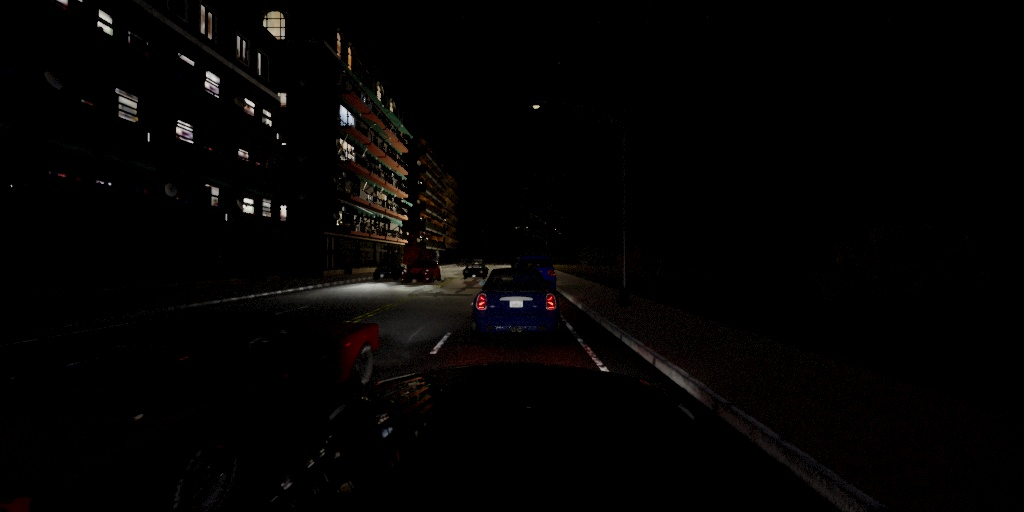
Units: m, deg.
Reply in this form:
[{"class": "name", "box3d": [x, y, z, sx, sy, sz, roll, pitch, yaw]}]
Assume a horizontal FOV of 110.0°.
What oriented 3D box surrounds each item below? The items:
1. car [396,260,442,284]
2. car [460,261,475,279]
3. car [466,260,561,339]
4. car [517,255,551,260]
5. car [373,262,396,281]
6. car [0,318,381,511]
[{"class": "car", "box3d": [-6.601, 1.104, 26.423, 2.097, 1.767, 4.553, 0, 0, 0]}, {"class": "car", "box3d": [-3.148, 1.353, 31.769, 1.895, 1.301, 4.718, 0, 0, 0]}, {"class": "car", "box3d": [0.097, 1.103, 10.193, 2.097, 1.767, 4.553, 0, 0, 0]}, {"class": "car", "box3d": [1.136, 0.977, 19.768, 2.150, 2.045, 5.566, 0, 0, 0]}, {"class": "car", "box3d": [-9.851, 1.244, 29.631, 2.128, 1.511, 4.902, 0, 0, 0]}, {"class": "car", "box3d": [-3.154, 1.351, 4.018, 1.895, 1.301, 4.718, 0, 0, 0]}]
